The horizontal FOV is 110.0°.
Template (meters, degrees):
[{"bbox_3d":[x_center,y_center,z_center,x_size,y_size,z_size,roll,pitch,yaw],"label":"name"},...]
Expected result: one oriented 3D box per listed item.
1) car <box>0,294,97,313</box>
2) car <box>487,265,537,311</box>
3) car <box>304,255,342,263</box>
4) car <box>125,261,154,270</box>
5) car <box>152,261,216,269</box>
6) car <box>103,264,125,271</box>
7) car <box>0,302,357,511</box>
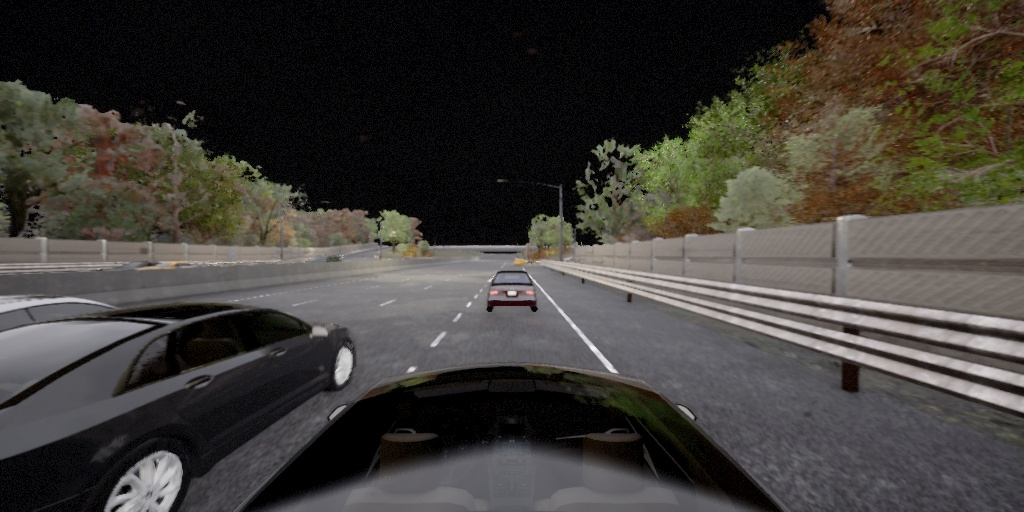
[{"bbox_3d":[-6.914,1.268,5.095,1.812,1.442,4.674,0,0,0],"label":"car"},{"bbox_3d":[0.000,1.274,14.359,2.033,1.411,5.357,0,0,0],"label":"car"},{"bbox_3d":[-21.072,0.930,40.032,2.150,2.045,5.566,0,0,0],"label":"car"},{"bbox_3d":[-28.061,1.189,29.559,1.882,1.535,5.008,0,0,0],"label":"car"},{"bbox_3d":[-24.538,1.276,27.714,1.994,1.385,4.181,0,0,1],"label":"car"},{"bbox_3d":[-31.552,1.214,30.355,1.837,1.490,4.892,0,1,1],"label":"car"},{"bbox_3d":[-3.398,1.250,3.842,1.837,1.490,4.892,0,0,0],"label":"car"}]
